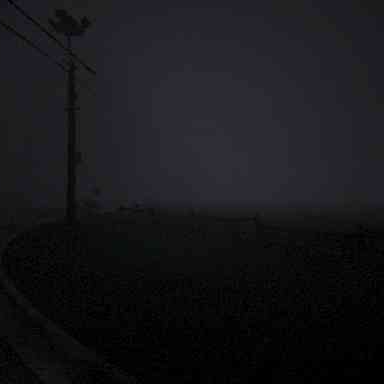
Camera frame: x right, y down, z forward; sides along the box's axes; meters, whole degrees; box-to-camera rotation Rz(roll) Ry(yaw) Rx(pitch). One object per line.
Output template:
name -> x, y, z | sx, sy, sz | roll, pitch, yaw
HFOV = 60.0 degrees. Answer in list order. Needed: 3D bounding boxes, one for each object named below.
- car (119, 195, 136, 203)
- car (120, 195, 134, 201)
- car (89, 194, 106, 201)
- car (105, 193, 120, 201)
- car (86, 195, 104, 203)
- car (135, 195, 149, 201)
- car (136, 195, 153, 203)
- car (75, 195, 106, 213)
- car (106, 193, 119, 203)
car -> -12.434, 1.297, 66.782 | 2.097, 1.767, 4.553 | 0, 0, 5
car -> -14.986, 1.319, 76.962 | 1.994, 1.385, 4.181 | 0, 0, 5
car -> -21.954, 1.277, 77.622 | 2.033, 1.411, 5.357 | 0, 0, 5
car -> -18.472, 1.107, 77.262 | 2.097, 1.767, 4.553 | 0, 0, 5
car -> -19.453, 1.375, 66.919 | 1.882, 1.535, 5.008 | 0, 0, 5
car -> -11.501, 1.321, 76.632 | 2.033, 1.411, 5.357 | 0, 0, 5
car -> -9.000, 1.437, 65.929 | 1.882, 1.535, 5.008 | 0, 0, 5
car -> -11.622, 1.455, 37.026 | 1.837, 1.490, 4.892 | 0, 0, 5
car -> -15.969, 1.478, 66.589 | 2.033, 1.411, 5.357 | 0, 0, 5
